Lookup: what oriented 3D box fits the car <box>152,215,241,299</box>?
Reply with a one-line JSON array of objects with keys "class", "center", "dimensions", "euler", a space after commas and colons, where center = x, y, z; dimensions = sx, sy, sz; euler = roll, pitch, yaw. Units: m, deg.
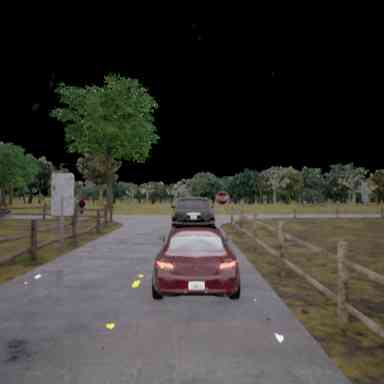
[{"class": "car", "center": [0.088, 1.542, 8.344], "dimensions": [1.812, 1.442, 4.674], "euler": [0, 0, 0]}]

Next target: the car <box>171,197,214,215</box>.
[{"class": "car", "center": [0.033, 1.283, 18.097], "dimensions": [2.150, 2.045, 5.566], "euler": [0, 0, -1]}]

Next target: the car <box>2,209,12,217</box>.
[{"class": "car", "center": [-19.030, 1.672, 30.699], "dimensions": [4.181, 1.385, 1.994], "euler": [0, -2, 0]}]

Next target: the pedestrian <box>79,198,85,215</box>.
[{"class": "pedestrian", "center": [-12.148, 1.545, 36.686], "dimensions": [0.375, 1.860, 0.375], "euler": [0, -2, 0]}]
